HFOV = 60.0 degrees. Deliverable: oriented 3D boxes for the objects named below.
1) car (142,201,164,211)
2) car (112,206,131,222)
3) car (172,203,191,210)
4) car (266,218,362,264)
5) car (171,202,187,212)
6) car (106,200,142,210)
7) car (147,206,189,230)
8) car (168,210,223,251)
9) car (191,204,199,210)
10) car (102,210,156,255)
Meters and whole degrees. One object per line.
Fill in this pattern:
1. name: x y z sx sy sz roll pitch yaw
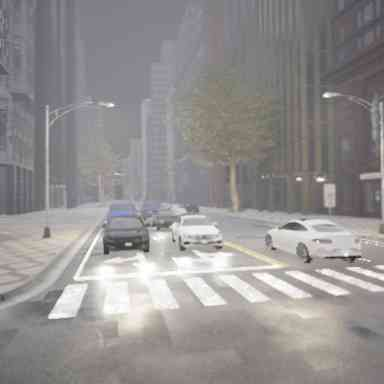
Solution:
1. car: -4.275 1.962 35.835 2.150 2.045 5.566 0 -1 -12
2. car: -7.461 2.290 35.171 1.812 1.442 4.674 0 -1 -12
3. car: -1.805 2.331 40.628 1.812 1.442 4.674 0 -1 -12
4. car: 4.375 1.722 12.558 1.812 1.442 4.674 0 -1 -9
5. car: -2.298 2.612 57.286 1.882 1.535 5.008 0 -1 -13
6. car: -5.228 1.766 25.094 2.150 2.045 5.566 0 -1 -13
7. car: -1.979 2.063 25.470 2.033 1.411 5.357 0 -1 -12
8. car: 0.124 1.836 16.001 1.812 1.442 4.674 0 -1 -10
9. car: -0.279 2.415 48.336 1.882 1.535 5.008 0 -1 -12
10. car: -3.051 1.810 15.294 1.882 1.535 5.008 0 -1 -14
